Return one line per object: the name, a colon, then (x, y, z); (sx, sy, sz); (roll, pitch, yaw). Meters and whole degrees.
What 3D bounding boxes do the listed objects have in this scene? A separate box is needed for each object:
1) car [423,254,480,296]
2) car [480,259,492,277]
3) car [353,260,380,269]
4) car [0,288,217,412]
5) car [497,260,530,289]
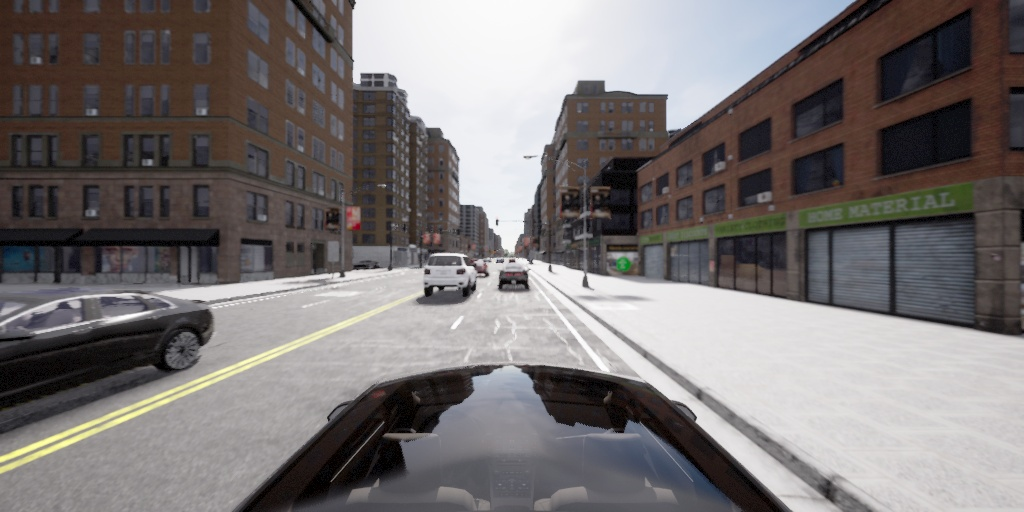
car: (-3.148, 0.944, 19.086); (2.150, 2.045, 5.566); (0, -1, 0)
car: (-3.205, 1.242, 34.830); (1.812, 1.442, 4.674); (0, 0, 0)
car: (-22.145, 1.287, 54.003); (4.313, 1.339, 1.948); (0, 0, 0)
car: (-6.601, 1.238, 4.811); (2.128, 1.511, 4.902); (0, 0, 0)
car: (0.103, 1.233, 23.079); (1.837, 1.490, 4.892); (0, 0, 0)
